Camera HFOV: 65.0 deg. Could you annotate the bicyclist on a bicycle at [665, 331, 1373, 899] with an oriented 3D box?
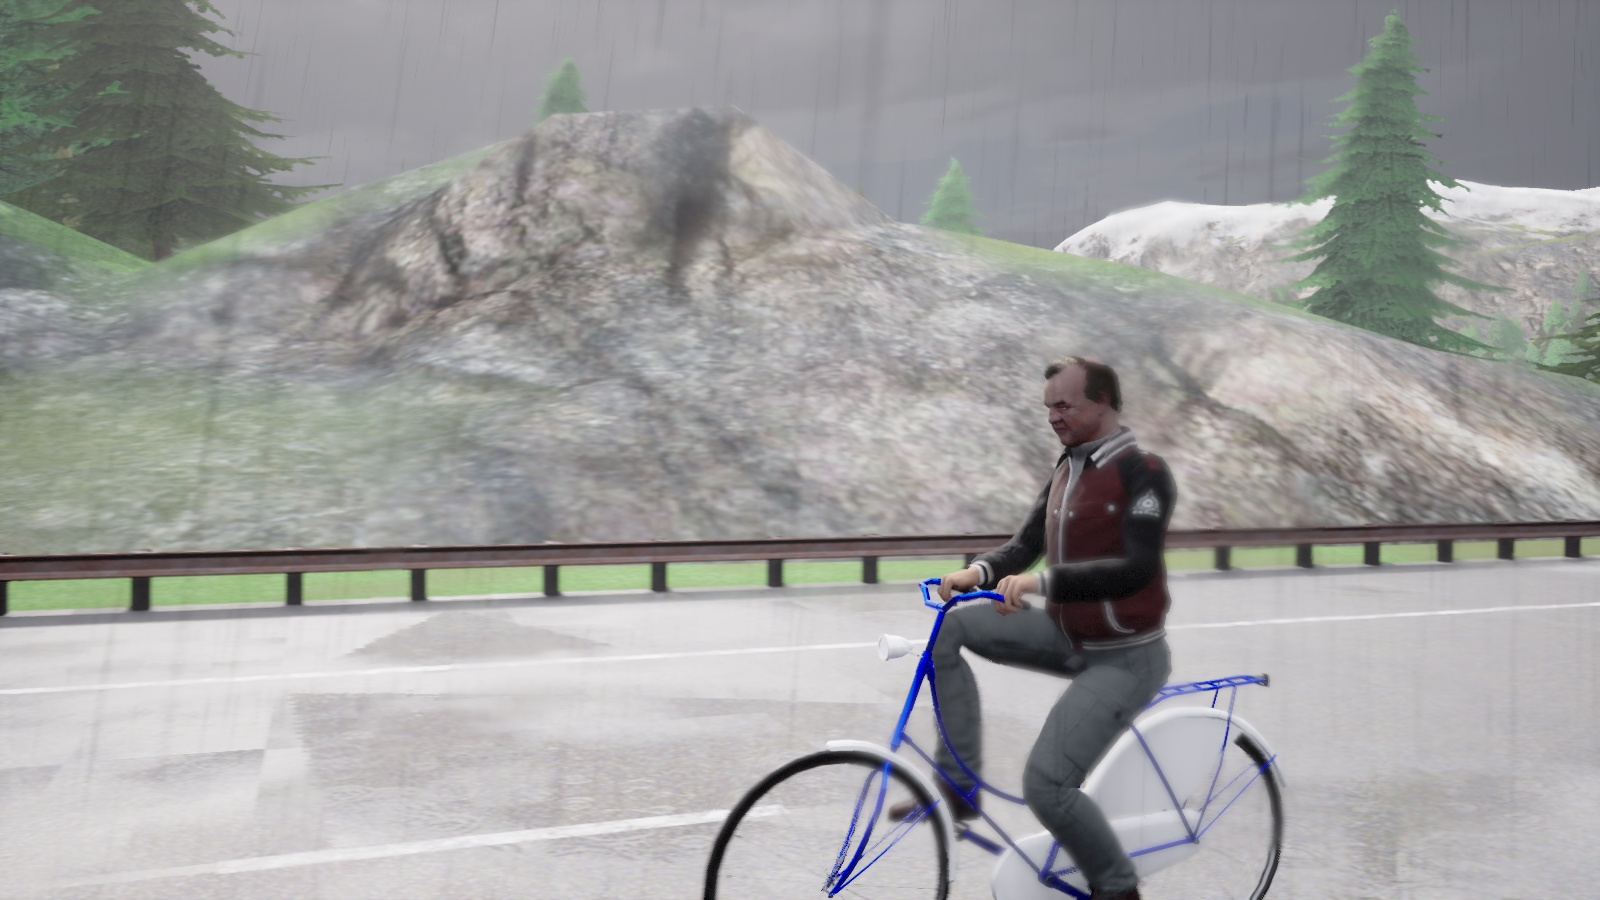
[{"bbox_3d":[0.615,0.605,3.471,1.843,1.776,0.659,-1,1,-21],"label":"bicyclist on a bicycle"}]
